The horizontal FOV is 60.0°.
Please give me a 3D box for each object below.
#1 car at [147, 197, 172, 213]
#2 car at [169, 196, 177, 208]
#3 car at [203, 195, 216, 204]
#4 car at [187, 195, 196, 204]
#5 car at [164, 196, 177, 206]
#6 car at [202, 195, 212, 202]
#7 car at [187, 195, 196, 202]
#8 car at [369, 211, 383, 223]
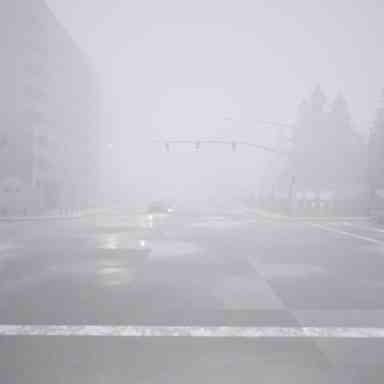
[{"bbox_3d":[-3.629,1.583,36.209,1.994,1.385,4.181,0,0,0],"label":"car"},{"bbox_3d":[-3.629,1.589,46.102,1.994,1.385,4.181,0,0,1],"label":"car"},{"bbox_3d":[3.527,1.511,62.807,1.882,1.535,5.008,0,0,0],"label":"car"},{"bbox_3d":[-0.076,1.513,65.979,1.882,1.535,5.008,0,0,0],"label":"car"},{"bbox_3d":[-3.647,1.533,56.123,1.837,1.490,4.892,0,0,0],"label":"car"},{"bbox_3d":[3.413,1.519,75.887,1.882,1.535,5.008,0,0,0],"label":"car"},{"bbox_3d":[-0.086,1.423,75.229,2.128,1.511,4.902,0,0,0],"label":"car"},{"bbox_3d":[14.640,1.557,22.342,4.718,1.301,1.895,0,0,2],"label":"car"}]
